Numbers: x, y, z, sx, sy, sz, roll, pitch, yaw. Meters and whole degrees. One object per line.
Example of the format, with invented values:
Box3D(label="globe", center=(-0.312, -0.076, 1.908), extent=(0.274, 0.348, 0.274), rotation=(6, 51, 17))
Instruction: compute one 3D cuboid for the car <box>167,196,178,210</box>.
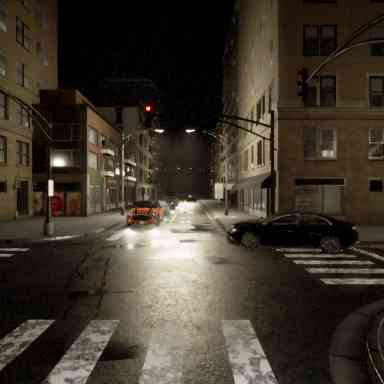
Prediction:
Box3D(label="car", center=(-3.177, 1.328, 42.299), extent=(2.097, 1.767, 4.553), rotation=(0, 0, 0))

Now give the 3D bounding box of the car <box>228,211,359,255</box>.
Box3D(label="car", center=(3.879, 1.501, 13.141), extent=(4.902, 1.511, 2.128), rotation=(0, 0, 16))

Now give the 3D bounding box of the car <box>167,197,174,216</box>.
Box3D(label="car", center=(-3.163, 1.532, 32.514), extent=(2.033, 1.411, 5.357), rotation=(0, 0, 0))

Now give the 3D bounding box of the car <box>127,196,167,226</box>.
Box3D(label="car", center=(-3.143, 1.344, 23.059), extent=(2.097, 1.767, 4.553), rotation=(0, 0, 0))

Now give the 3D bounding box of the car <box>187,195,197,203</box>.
Box3D(label="car", center=(-0.045, 1.444, 69.698), extent=(2.128, 1.511, 4.902), rotation=(0, 0, 0))

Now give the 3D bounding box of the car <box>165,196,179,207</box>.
Box3D(label="car", center=(-3.165, 1.445, 52.655), extent=(1.882, 1.535, 5.008), rotation=(0, 0, 0))
